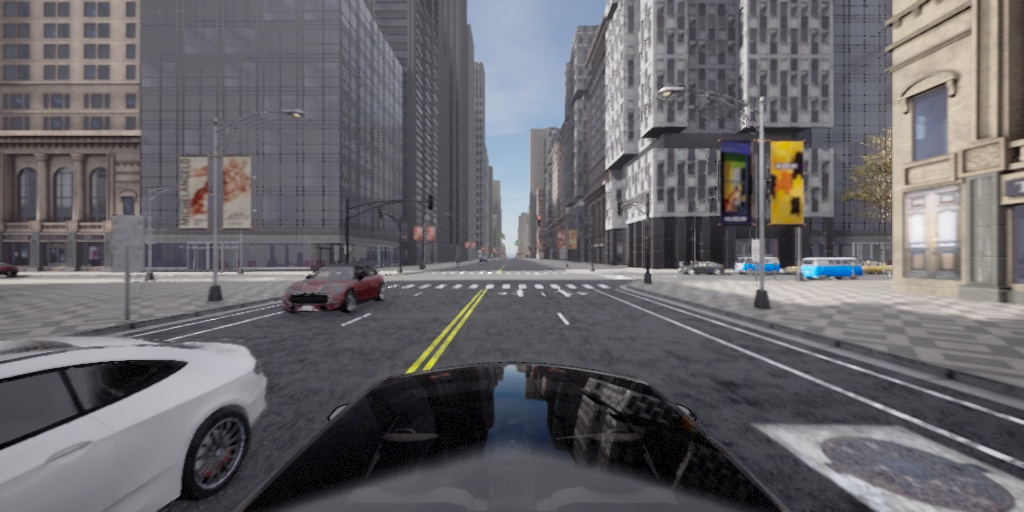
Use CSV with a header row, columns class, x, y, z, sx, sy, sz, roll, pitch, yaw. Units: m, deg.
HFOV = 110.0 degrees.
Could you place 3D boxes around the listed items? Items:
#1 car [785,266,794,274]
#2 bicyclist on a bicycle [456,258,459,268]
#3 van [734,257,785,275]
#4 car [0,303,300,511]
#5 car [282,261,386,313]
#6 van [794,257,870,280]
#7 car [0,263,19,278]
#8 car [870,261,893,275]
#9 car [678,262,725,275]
class,x,y,z,sx,sy,sz,roll,pitch,yaw
car,30.187,1.182,36.262,4.829,1.417,1.751,0,0,0
bicyclist on a bicycle,-8.771,1.165,58.006,0.582,1.620,1.656,0,0,0
van,24.739,1.009,36.284,3.998,1.789,1.690,0,0,0
car,-3.346,1.275,1.739,1.812,1.442,4.674,0,0,0
car,-6.558,1.090,13.762,2.097,1.767,4.553,0,0,0
van,24.706,1.007,27.759,3.998,1.789,1.690,0,0,0
car,-49.913,1.344,33.918,4.892,1.490,1.837,0,0,1
car,35.805,1.172,36.239,4.829,1.417,1.751,0,0,0
car,19.121,1.230,36.306,4.403,1.370,2.007,0,0,0
